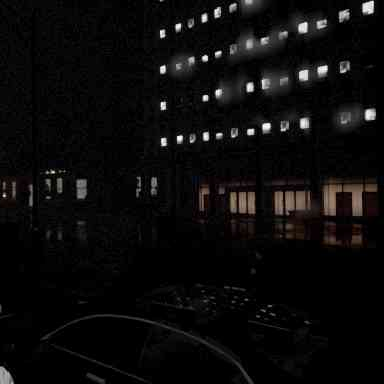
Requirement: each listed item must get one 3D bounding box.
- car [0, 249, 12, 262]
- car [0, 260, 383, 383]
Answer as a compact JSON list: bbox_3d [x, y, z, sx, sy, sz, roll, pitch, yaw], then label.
[{"bbox_3d":[-4.761,1.553,6.265,4.403,1.369,2.008,0,-1,35],"label":"car"},{"bbox_3d":[-0.221,1.551,3.042,4.403,1.369,2.008,0,-1,35],"label":"car"}]
